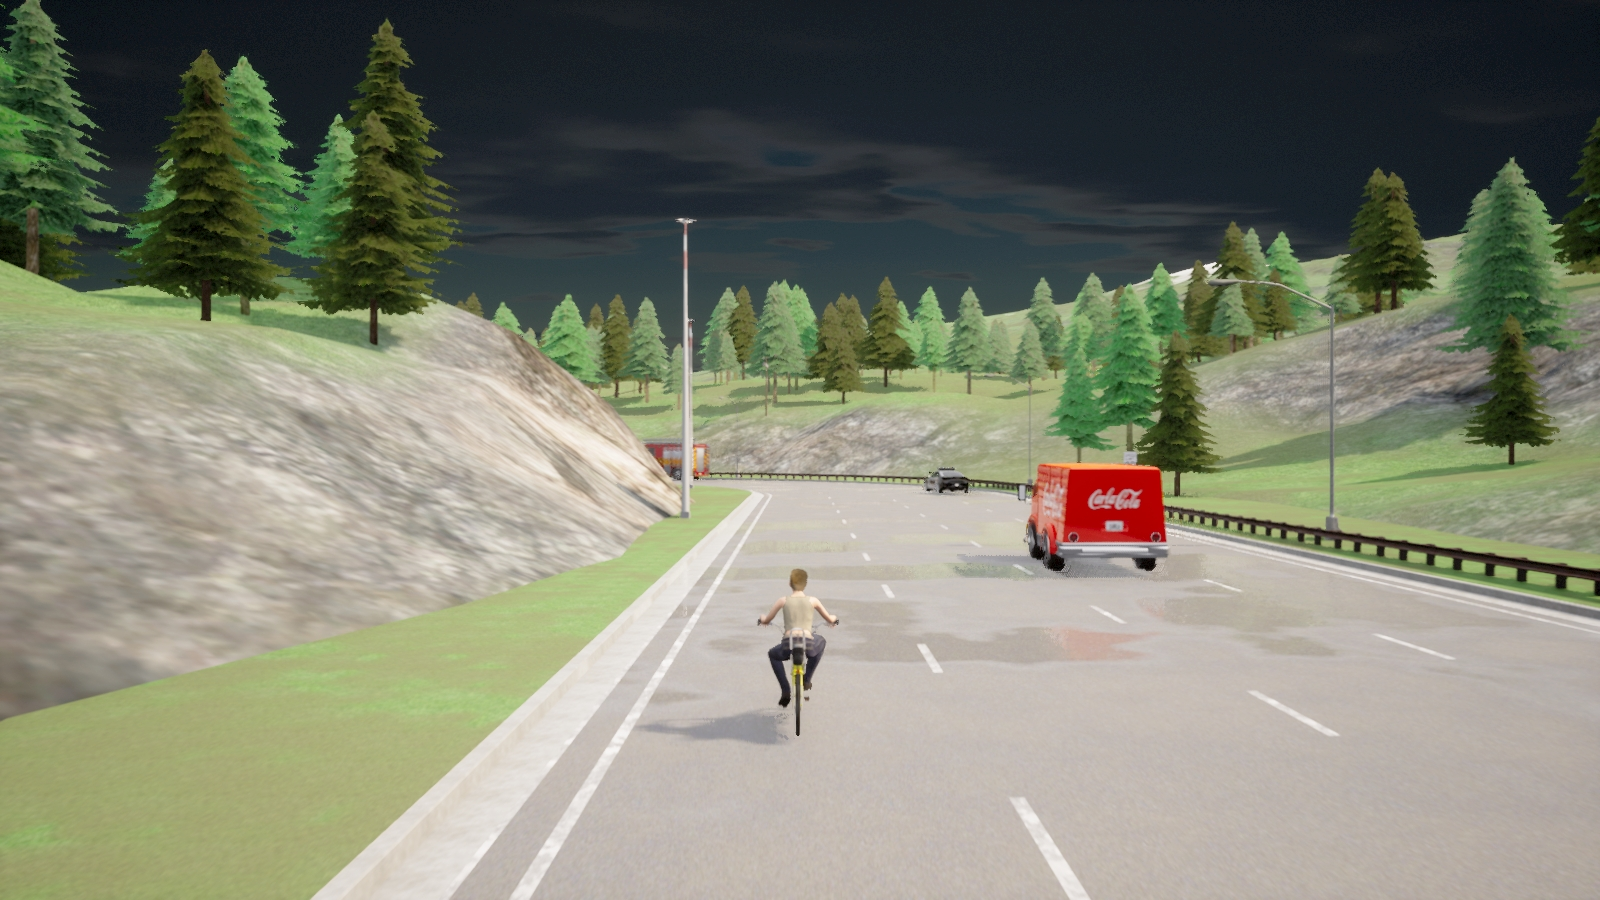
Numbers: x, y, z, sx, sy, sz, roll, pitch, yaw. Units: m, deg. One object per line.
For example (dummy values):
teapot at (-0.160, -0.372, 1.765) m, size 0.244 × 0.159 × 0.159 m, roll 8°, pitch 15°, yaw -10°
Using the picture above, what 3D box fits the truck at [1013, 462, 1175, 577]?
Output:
truck at (6.992, 1.570, 27.913) m, size 2.627 × 2.467 × 5.204 m, roll 0°, pitch 0°, yaw 0°

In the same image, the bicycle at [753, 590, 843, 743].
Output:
bicycle at (-0.019, 2.158, 11.654) m, size 0.859 × 1.276 × 1.487 m, roll 0°, pitch 0°, yaw 0°

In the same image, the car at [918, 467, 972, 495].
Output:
car at (9.340, 1.982, 74.147) m, size 2.097 × 1.638 × 5.238 m, roll 0°, pitch 0°, yaw -9°
